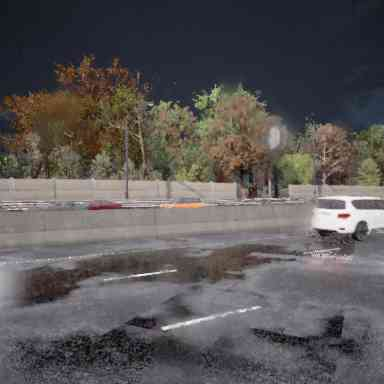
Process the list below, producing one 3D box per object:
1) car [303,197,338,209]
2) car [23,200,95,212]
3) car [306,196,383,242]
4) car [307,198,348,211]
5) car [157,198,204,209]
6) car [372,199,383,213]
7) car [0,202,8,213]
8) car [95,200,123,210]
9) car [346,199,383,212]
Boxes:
[{"bbox_3d":[18.088,1.509,46.739,4.892,1.490,1.837,0,0,-30],"label":"car"},{"bbox_3d":[-10.548,1.491,26.034,4.902,1.511,2.128,0,0,-30],"label":"car"},{"bbox_3d":[8.398,1.222,16.580,5.566,2.045,2.150,0,0,-30],"label":"car"},{"bbox_3d":[17.231,1.550,42.195,5.357,1.411,2.033,0,0,-30],"label":"car"},{"bbox_3d":[-1.072,1.352,31.546,4.553,1.767,2.097,0,0,-30],"label":"car"},{"bbox_3d":[22.731,1.551,37.296,5.357,1.411,2.033,0,0,-30],"label":"car"},{"bbox_3d":[-13.616,1.353,20.196,4.553,1.767,2.097,0,0,-30],"label":"car"},{"bbox_3d":[-8.972,1.477,30.999,5.008,1.535,1.882,0,0,-30],"label":"car"},{"bbox_3d":[21.098,1.605,40.393,4.718,1.301,1.895,0,0,-30],"label":"car"}]
